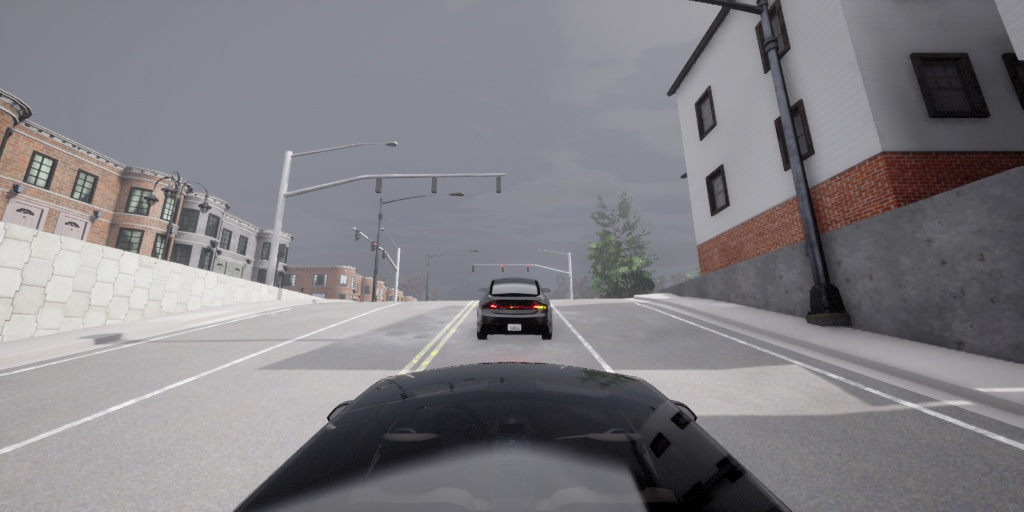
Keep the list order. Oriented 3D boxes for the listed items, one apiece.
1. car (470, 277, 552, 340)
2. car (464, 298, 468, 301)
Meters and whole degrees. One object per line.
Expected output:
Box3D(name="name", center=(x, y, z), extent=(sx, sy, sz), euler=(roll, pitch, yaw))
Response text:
Box3D(name="car", center=(0.072, 1.348, 10.339), extent=(1.837, 1.490, 4.892), euler=(0, 0, 0))
Box3D(name="car", center=(-3.614, 4.511, 32.263), extent=(2.128, 1.511, 4.902), euler=(0, -14, 0))
